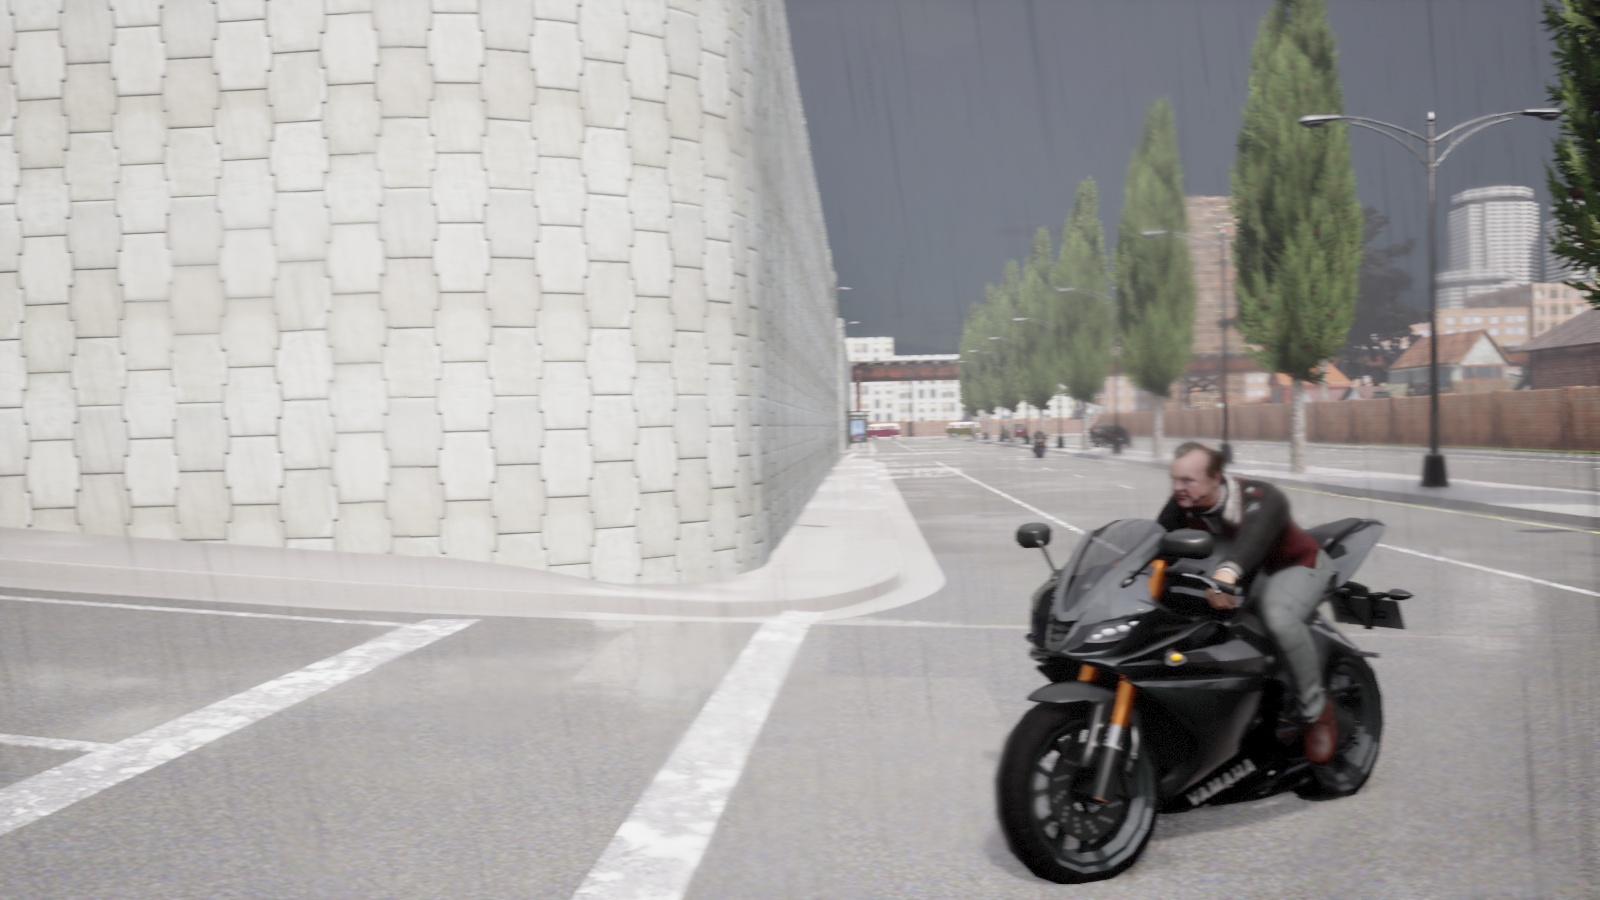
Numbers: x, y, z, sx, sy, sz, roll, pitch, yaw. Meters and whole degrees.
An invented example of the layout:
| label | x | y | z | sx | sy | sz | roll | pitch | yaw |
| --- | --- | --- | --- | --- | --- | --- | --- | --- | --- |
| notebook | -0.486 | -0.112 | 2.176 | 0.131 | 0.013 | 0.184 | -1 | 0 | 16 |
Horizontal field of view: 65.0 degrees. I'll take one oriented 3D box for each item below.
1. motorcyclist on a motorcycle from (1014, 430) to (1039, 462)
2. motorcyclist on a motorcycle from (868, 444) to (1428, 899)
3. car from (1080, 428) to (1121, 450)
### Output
| label | x | y | z | sx | sy | sz | roll | pitch | yaw |
| --- | --- | --- | --- | --- | --- | --- | --- | --- | --- |
| motorcyclist on a motorcycle | 11.175 | -0.218 | 62.024 | 0.866 | 1.530 | 2.191 | -1 | 1 | 2 |
| motorcyclist on a motorcycle | 1.394 | 0.757 | 4.800 | 2.191 | 1.530 | 0.866 | -1 | 0 | -36 |
| car | 20.110 | -0.748 | 84.281 | 1.812 | 1.442 | 4.674 | -1 | 1 | 2 |
